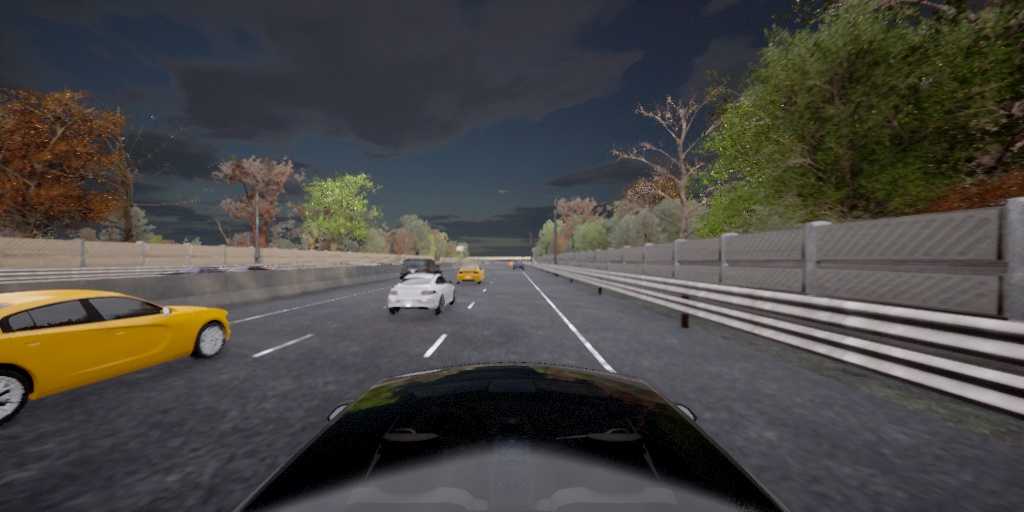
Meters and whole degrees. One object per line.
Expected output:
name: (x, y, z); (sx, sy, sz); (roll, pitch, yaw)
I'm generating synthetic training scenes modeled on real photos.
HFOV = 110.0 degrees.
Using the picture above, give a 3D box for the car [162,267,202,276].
car: (-24.595, 1.545, 28.139); (2.033, 1.411, 5.357); (0, -1, 0)

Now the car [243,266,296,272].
car: (-17.596, 1.591, 27.275); (1.895, 1.301, 4.718); (0, -1, 0)

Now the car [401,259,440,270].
car: (-6.899, 1.216, 27.578); (2.150, 2.045, 5.566); (0, -1, 0)

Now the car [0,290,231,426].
car: (-6.914, 1.261, 5.551); (1.882, 1.535, 5.008); (0, 0, 0)

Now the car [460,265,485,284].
car: (-3.399, 1.499, 30.204); (1.882, 1.535, 5.008); (0, -1, 0)

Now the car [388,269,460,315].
car: (-3.401, 1.389, 14.081); (1.812, 1.442, 4.674); (0, -1, 0)

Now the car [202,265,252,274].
car: (-21.092, 1.476, 28.167); (1.882, 1.535, 5.008); (0, -1, 0)
